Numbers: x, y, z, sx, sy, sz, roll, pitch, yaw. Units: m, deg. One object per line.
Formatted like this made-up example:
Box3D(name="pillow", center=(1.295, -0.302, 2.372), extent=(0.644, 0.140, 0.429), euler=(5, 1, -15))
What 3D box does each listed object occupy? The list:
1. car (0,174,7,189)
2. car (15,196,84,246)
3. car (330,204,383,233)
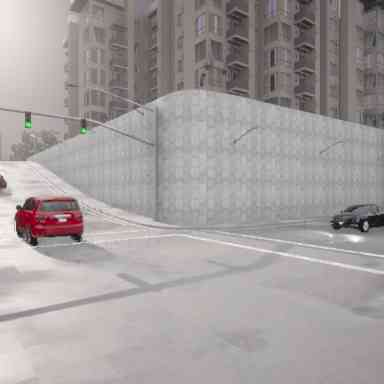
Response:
Box3D(name="car", center=(-21.022, -1.256, 35.463), extent=(1.895, 1.301, 4.718), euler=(0, 12, -36))
Box3D(name="car", center=(-6.884, 1.216, 15.817), extent=(2.150, 2.045, 5.566), euler=(0, 1, -36))
Box3D(name="car", center=(10.268, 1.505, 19.936), extent=(4.892, 1.490, 1.837), euler=(0, 0, -36))
